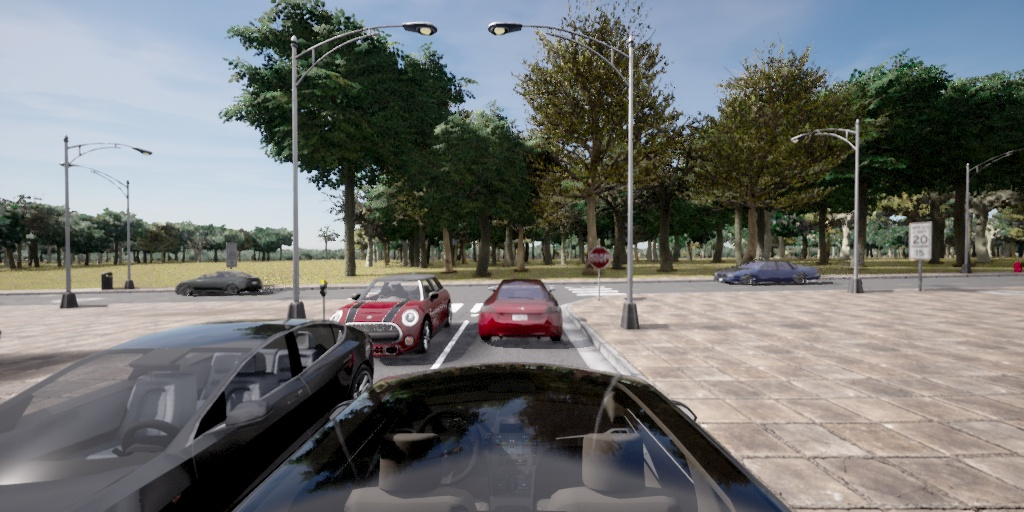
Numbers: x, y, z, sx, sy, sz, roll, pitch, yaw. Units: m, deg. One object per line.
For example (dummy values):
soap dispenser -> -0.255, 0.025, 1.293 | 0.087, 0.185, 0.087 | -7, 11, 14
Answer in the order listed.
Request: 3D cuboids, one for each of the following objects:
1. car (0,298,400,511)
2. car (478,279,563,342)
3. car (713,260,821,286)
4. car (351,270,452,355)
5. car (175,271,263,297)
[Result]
car -> -2.638, 1.315, 3.038 | 1.948, 1.339, 4.313 | 0, 0, 0
car -> 0.271, 1.313, 9.851 | 1.994, 1.385, 4.181 | 0, 0, 3
car -> 15.018, 0.967, 21.223 | 5.357, 1.411, 2.033 | -1, 1, 0
car -> -2.637, 1.189, 8.473 | 1.967, 1.591, 4.097 | 0, 0, 0
car -> -17.262, 1.597, 21.253 | 4.181, 1.385, 1.994 | -1, 1, 0
